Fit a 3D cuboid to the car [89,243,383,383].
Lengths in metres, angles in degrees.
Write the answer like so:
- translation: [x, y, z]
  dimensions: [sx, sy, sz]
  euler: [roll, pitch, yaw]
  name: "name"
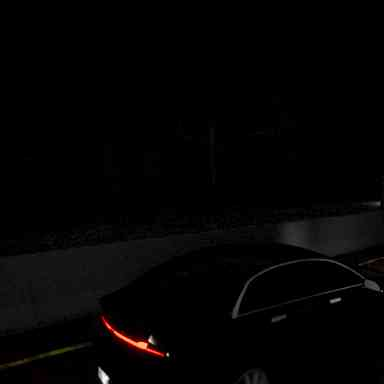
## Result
- translation: [1.134, 1.476, 4.564]
  dimensions: [4.892, 1.490, 1.837]
  euler: [-1, 1, -35]
  name: "car"
